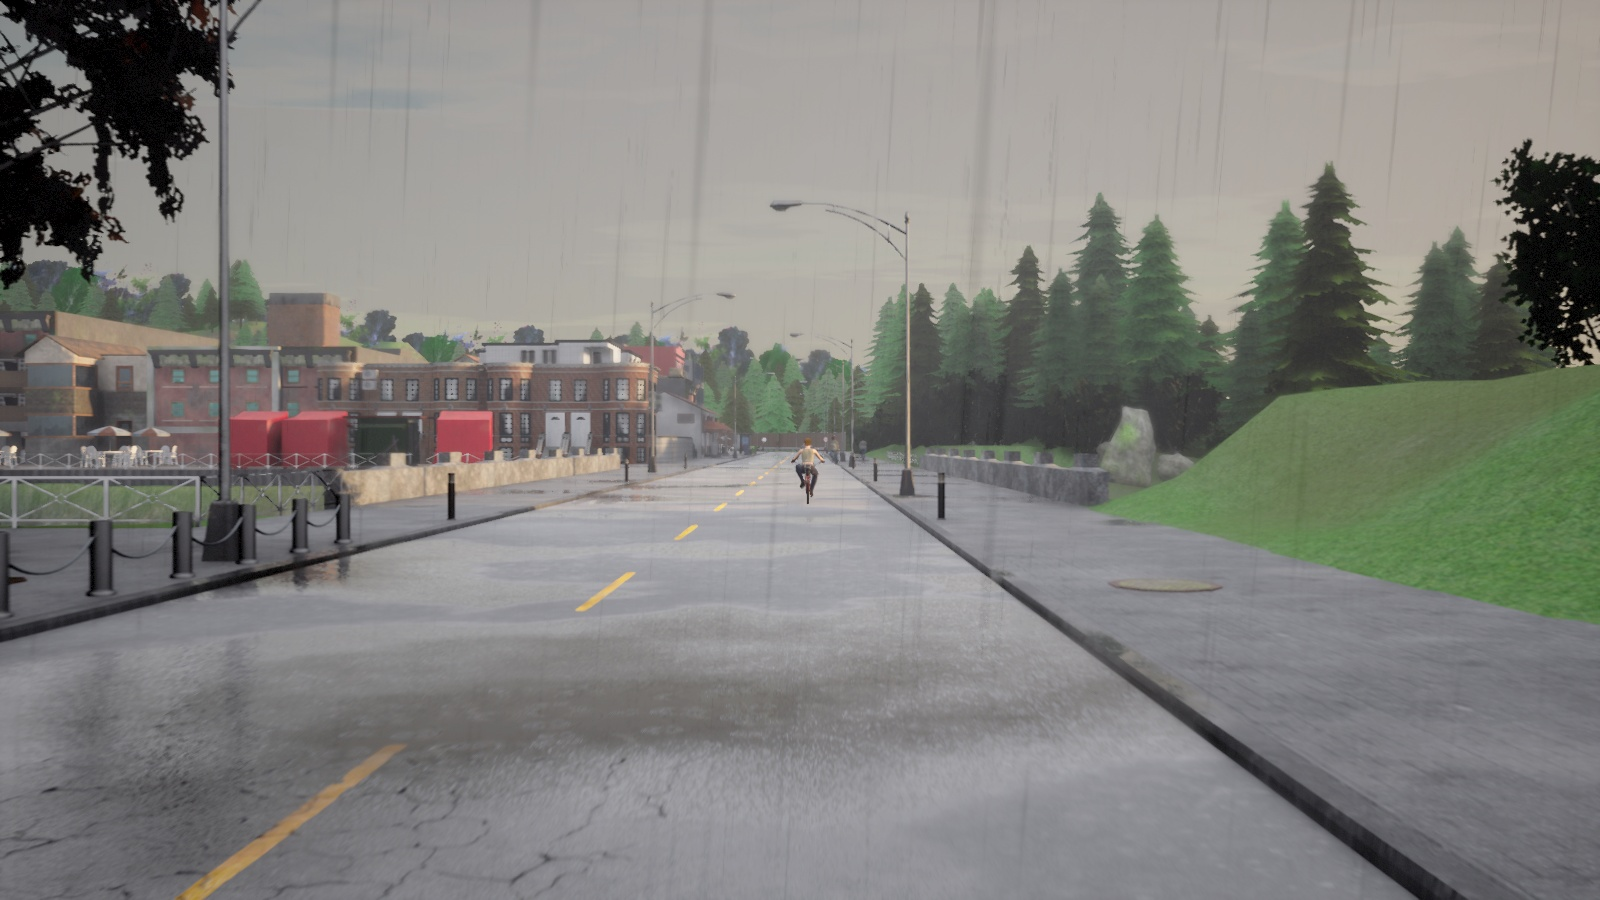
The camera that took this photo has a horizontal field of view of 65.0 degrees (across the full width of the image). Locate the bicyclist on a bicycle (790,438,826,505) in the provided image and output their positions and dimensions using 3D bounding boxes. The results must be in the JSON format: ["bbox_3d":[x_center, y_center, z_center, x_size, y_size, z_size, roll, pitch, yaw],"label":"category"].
[{"bbox_3d":[0.192,0.508,31.104,0.866,1.612,1.509,0,0,0],"label":"bicyclist on a bicycle"}]

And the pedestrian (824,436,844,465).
[{"bbox_3d":[2.185,0.007,80.747,0.900,1.855,0.874,0,0,-30],"label":"pedestrian"}]
